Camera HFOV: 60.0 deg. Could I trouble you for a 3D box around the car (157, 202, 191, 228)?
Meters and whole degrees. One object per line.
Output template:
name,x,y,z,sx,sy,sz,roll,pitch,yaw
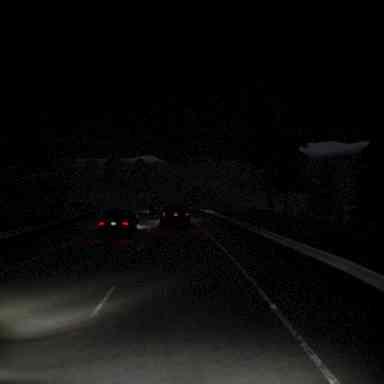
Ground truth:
car,-1.314,1.584,24.537,2.097,1.767,4.553,0,0,-6

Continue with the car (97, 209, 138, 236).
car,-4.329,1.738,19.891,2.033,1.411,5.357,0,-1,-5

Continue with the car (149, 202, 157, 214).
car,-4.263,1.939,41.609,2.033,1.411,5.357,0,-1,-14
